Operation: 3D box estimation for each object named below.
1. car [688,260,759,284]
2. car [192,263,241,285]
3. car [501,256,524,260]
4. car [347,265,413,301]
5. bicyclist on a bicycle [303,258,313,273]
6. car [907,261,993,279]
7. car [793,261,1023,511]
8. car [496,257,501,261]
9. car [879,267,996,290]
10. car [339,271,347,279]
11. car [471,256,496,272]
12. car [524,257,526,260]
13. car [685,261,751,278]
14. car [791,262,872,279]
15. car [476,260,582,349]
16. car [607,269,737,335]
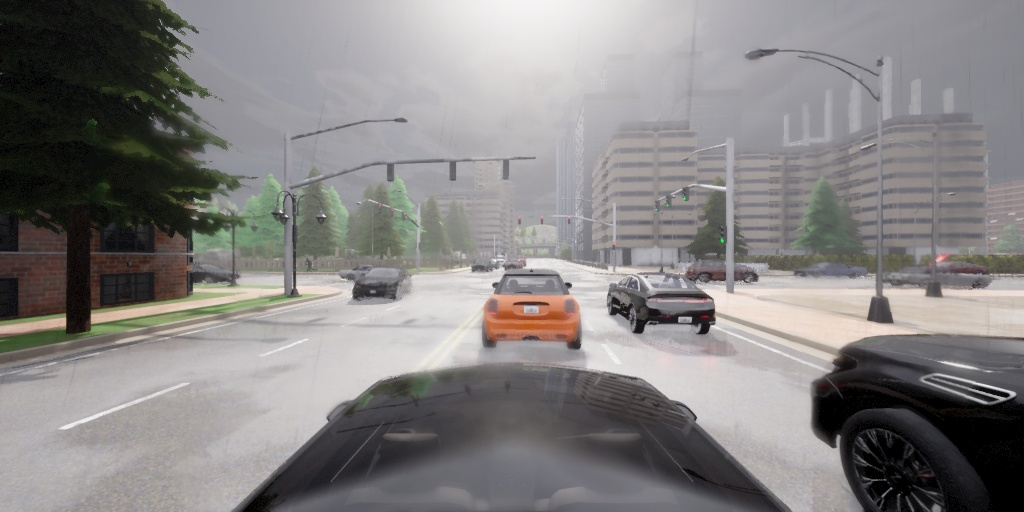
[{"bbox_3d":[15.346,1.102,26.279,4.553,1.767,2.097,0,0,4],"label":"car"},{"bbox_3d":[-21.961,1.254,25.465,4.892,1.490,1.837,0,0,4],"label":"car"},{"bbox_3d":[0.134,1.102,50.038,2.097,1.767,4.553,0,0,4],"label":"car"},{"bbox_3d":[-6.100,1.228,17.529,1.882,1.535,5.008,1,0,-6],"label":"car"},{"bbox_3d":[-22.760,1.051,40.035,0.582,1.620,1.656,0,0,4],"label":"bicyclist on a bicycle"},{"bbox_3d":[38.752,1.228,31.805,5.008,1.535,1.882,0,0,4],"label":"car"},{"bbox_3d":[3.708,0.971,0.741,2.150,2.045,5.566,0,0,0],"label":"car"},{"bbox_3d":[-3.026,1.241,54.785,2.128,1.511,4.902,0,0,4],"label":"car"},{"bbox_3d":[25.938,1.351,22.006,4.718,1.301,1.895,0,0,4],"label":"car"},{"bbox_3d":[-10.882,1.351,28.169,4.718,1.301,1.895,0,0,4],"label":"car"},{"bbox_3d":[-3.761,1.102,45.866,2.097,1.767,4.553,0,0,6],"label":"car"},{"bbox_3d":[0.779,1.314,58.634,1.994,1.385,4.181,0,0,5],"label":"car"},{"bbox_3d":[19.001,1.241,33.236,4.902,1.511,2.128,0,0,4],"label":"car"},{"bbox_3d":[28.849,1.297,32.526,5.357,1.411,2.033,0,0,4],"label":"car"},{"bbox_3d":[0.517,1.102,9.350,2.097,1.767,4.553,0,0,3],"label":"car"},{"bbox_3d":[4.092,1.241,10.578,2.128,1.511,4.902,0,0,4],"label":"car"}]
